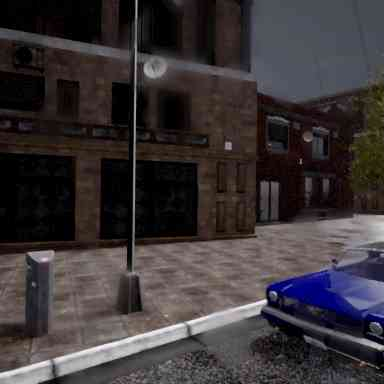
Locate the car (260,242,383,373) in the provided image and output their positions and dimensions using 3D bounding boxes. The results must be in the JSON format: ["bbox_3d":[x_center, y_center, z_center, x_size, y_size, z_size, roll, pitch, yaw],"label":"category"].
[{"bbox_3d":[3.333,1.602,5.547,4.718,1.301,1.895,0,0,-37],"label":"car"}]
